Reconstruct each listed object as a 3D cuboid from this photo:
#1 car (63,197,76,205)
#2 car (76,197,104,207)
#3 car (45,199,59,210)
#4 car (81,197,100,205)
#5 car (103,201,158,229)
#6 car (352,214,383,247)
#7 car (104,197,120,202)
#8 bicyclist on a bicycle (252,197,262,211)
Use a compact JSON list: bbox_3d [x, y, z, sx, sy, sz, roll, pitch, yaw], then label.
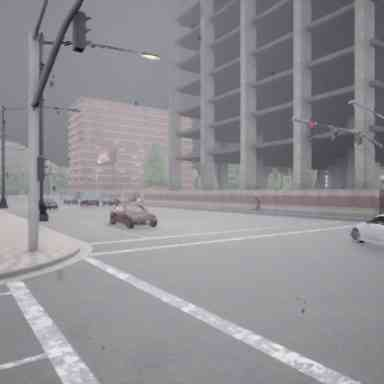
[{"bbox_3d":[-21.774,1.587,59.876,1.812,1.442,4.674,0,0,-35],"label":"car"},{"bbox_3d":[-15.864,1.531,51.486,1.882,1.535,5.008,0,0,-35],"label":"car"},{"bbox_3d":[-18.859,1.591,43.318,2.033,1.411,5.357,0,0,-35],"label":"car"},{"bbox_3d":[-18.919,1.665,61.901,1.895,1.301,4.718,0,0,-35],"label":"car"},{"bbox_3d":[-3.981,1.550,21.985,1.812,1.442,4.674,0,0,-35],"label":"car"},{"bbox_3d":[7.919,1.542,12.812,1.812,1.442,4.674,1,0,3],"label":"car"},{"bbox_3d":[-13.036,1.561,53.551,1.837,1.490,4.892,0,0,-34],"label":"car"},{"bbox_3d":[7.297,1.346,37.192,1.656,1.620,0.582,0,0,-35],"label":"bicyclist on a bicycle"}]
